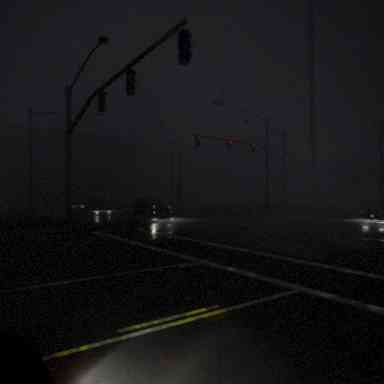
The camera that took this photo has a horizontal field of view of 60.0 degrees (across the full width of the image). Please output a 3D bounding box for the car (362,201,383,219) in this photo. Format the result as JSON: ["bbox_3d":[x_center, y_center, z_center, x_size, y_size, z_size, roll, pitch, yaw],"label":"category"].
[{"bbox_3d":[16.174,1.442,27.229,5.357,1.411,2.033,0,0,-34],"label":"car"}]

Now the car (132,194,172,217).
[{"bbox_3d":[-3.757,1.330,30.656,2.097,1.767,4.553,0,0,-36],"label":"car"}]

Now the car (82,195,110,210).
[{"bbox_3d":[-11.894,1.505,41.953,1.812,1.442,4.674,0,0,-35],"label":"car"}]

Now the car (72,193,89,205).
[{"bbox_3d":[-19.831,1.196,59.577,2.150,2.045,5.566,0,0,-2],"label":"car"}]

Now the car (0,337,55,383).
[{"bbox_3d":[-3.367,1.551,1.404,5.357,1.411,2.033,0,0,-35],"label":"car"}]
